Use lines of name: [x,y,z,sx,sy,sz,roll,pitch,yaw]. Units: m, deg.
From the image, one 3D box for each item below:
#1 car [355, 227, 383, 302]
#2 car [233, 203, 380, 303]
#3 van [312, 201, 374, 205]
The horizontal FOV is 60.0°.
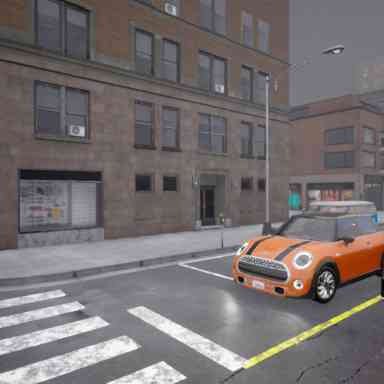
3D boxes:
car: [5.369,1.469,6.373,4.902,1.511,2.128,0,0,-40]
car: [3.131,1.321,8.269,4.553,1.767,2.097,0,0,-38]
van: [6.410,1.281,14.251,3.998,1.788,1.690,0,0,-40]
